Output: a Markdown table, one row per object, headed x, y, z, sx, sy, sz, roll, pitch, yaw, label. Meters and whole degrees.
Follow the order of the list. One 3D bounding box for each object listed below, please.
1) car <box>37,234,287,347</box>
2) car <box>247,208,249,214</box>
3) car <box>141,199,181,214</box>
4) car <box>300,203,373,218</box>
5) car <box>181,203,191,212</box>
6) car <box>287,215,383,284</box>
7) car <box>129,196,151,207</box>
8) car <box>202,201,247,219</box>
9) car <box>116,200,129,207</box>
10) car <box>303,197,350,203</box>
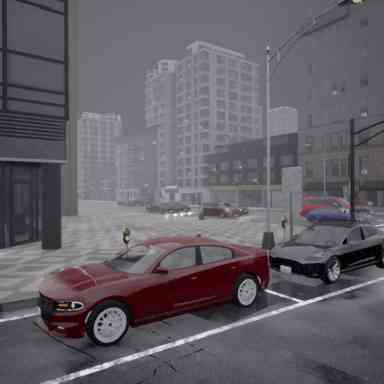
| x | y | z | sx | sy | sz | roll | pitch | yaw | label |
| --- | --- | --- | --- | --- | --- | --- | --- | --- | --- |
| -0.475 | 1.544 | 6.314 | 4.507 | 1.381 | 1.887 | 0 | 0 | -35 | car |
| 4.212 | 1.865 | 36.924 | 1.837 | 1.490 | 4.892 | 0 | -1 | -35 | car |
| -4.081 | 2.041 | 43.015 | 2.033 | 1.411 | 5.357 | 0 | 0 | -36 | car |
| 10.041 | 1.708 | 22.660 | 1.812 | 1.442 | 4.674 | 0 | -1 | -32 | car |
| -2.322 | 2.043 | 46.167 | 2.033 | 1.411 | 5.357 | 0 | 0 | -36 | car |
| 4.121 | 1.564 | 9.591 | 4.313 | 1.339 | 1.947 | 0 | 0 | -35 | car |
| -10.295 | 1.930 | 69.013 | 2.150 | 2.045 | 5.566 | 0 | 0 | -35 | car |
| 2.881 | 1.697 | 33.187 | 2.097 | 1.767 | 4.553 | 0 | 0 | -35 | car |
| -13.833 | 2.286 | 68.393 | 2.033 | 1.411 | 5.357 | 0 | 0 | -35 | car |
| 11.415 | 1.418 | 26.747 | 2.150 | 2.045 | 5.566 | 0 | 0 | -35 | car |
